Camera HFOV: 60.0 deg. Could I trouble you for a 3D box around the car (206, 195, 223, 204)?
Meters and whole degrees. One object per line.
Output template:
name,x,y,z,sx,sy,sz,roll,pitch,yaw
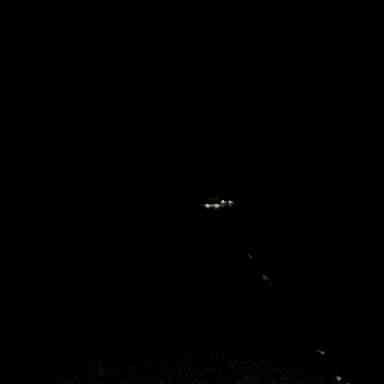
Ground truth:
car,3.869,1.377,59.767,1.882,1.535,5.008,0,1,14

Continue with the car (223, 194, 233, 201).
car,8.029,1.232,74.628,1.837,1.490,4.892,0,1,17
